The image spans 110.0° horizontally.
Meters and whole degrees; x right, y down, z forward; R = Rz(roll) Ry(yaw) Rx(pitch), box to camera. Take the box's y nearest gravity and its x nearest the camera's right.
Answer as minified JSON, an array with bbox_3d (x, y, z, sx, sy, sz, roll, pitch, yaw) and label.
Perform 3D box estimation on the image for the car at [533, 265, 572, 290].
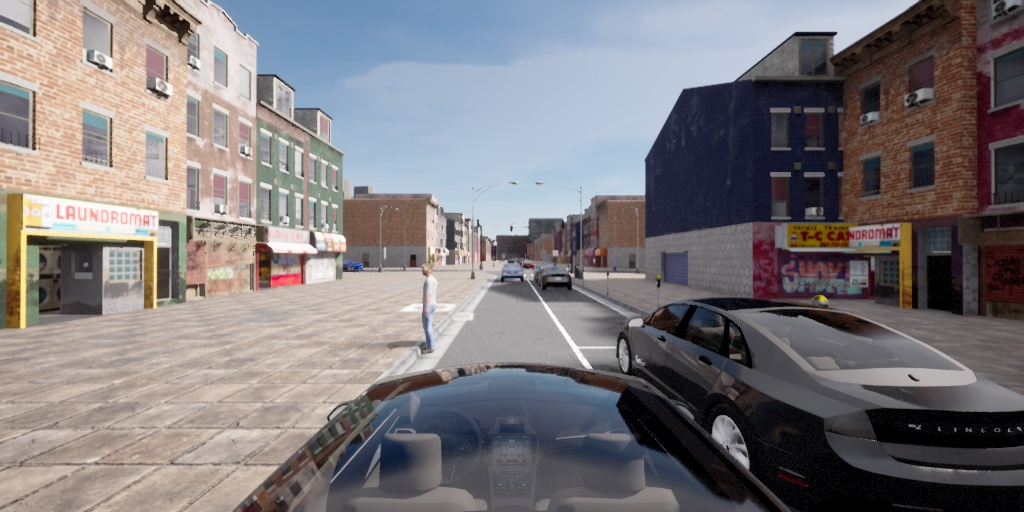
[{"bbox_3d":[2.593,1.316,22.168,1.948,1.339,4.313,0,0,0],"label":"car"}]

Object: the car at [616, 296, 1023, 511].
[{"bbox_3d":[2.744,1.255,4.440,1.837,1.490,4.892,0,0,0],"label":"car"}]

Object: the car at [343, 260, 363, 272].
[{"bbox_3d":[-21.214,1.208,44.757,5.008,1.535,1.882,0,0,0],"label":"car"}]

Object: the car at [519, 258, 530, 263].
[{"bbox_3d":[2.516,1.350,56.873,1.888,1.381,4.507,0,0,0],"label":"car"}]

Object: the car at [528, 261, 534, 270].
[{"bbox_3d":[2.580,1.305,27.843,2.007,1.370,4.403,0,0,0],"label":"car"}]

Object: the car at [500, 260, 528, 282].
[{"bbox_3d":[0.022,1.304,29.458,2.033,1.411,5.357,0,0,0],"label":"car"}]

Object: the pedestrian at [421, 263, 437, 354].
[{"bbox_3d":[-1.686,1.042,7.379,0.375,1.860,0.375,0,0,0],"label":"pedestrian"}]
